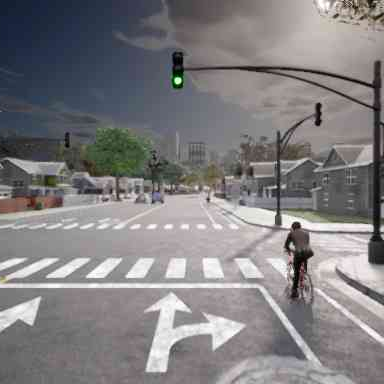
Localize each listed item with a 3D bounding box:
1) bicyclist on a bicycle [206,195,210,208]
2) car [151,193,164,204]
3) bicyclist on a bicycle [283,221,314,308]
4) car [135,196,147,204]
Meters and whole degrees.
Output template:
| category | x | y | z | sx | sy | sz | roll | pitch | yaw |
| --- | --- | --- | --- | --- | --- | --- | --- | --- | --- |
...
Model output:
| category | x | y | z | sx | sy | sz | roll | pitch | yaw |
| --- | --- | --- | --- | --- | --- | --- | --- | --- | --- |
| bicyclist on a bicycle | 2.247 | 1.343 | 46.059 | 0.659 | 1.776 | 1.843 | 0 | 0 | 0 |
| car | -6.505 | 1.166 | 63.686 | 2.150 | 2.045 | 5.566 | 0 | 0 | 0 |
| bicyclist on a bicycle | 2.250 | 1.453 | 7.016 | 0.582 | 1.620 | 1.656 | 0 | 0 | 0 |
| car | -9.754 | 1.478 | 63.717 | 1.812 | 1.442 | 4.674 | 0 | 0 | 0 |
